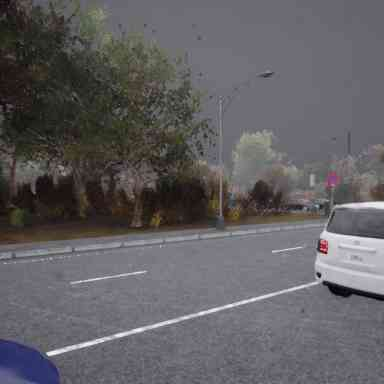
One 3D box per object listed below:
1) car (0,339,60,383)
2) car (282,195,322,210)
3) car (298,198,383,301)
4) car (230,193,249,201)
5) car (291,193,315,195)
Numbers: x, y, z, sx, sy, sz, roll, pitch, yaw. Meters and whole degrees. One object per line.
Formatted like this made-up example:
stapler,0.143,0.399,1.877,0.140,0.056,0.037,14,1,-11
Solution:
car,-3.070,1.526,1.553,4.674,1.442,1.812,0,0,-36
car,12.539,1.491,38.756,2.128,1.511,4.902,0,0,-33
car,5.050,1.221,7.356,5.566,2.045,2.150,0,0,-35
car,7.294,1.213,47.085,2.150,2.045,5.566,0,0,-32
car,15.287,1.220,47.909,2.150,2.045,5.566,0,0,-32
